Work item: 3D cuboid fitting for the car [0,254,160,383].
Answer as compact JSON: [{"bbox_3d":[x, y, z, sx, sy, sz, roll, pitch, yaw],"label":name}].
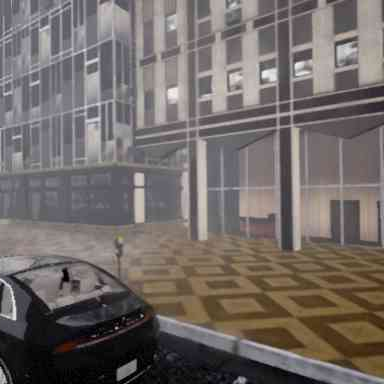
[{"bbox_3d":[-2.432,1.560,4.623,4.403,1.369,2.008,0,-1,36],"label":"car"}]
